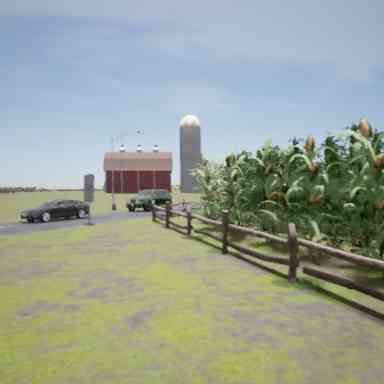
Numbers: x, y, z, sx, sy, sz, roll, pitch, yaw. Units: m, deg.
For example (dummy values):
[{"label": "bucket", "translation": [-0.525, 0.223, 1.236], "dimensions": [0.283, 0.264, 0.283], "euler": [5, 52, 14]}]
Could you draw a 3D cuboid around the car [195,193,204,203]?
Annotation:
[{"label": "car", "translation": [1.967, 0.843, 44.387], "dimensions": [1.812, 1.442, 4.674], "euler": [0, 1, 25]}]

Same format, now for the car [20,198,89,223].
[{"label": "car", "translation": [-9.486, 1.238, 23.402], "dimensions": [1.837, 1.490, 4.892], "euler": [-1, 1, 32]}]

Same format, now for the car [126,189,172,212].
[{"label": "car", "translation": [-4.087, 0.771, 32.555], "dimensions": [2.150, 2.045, 5.566], "euler": [-1, 1, 29]}]
